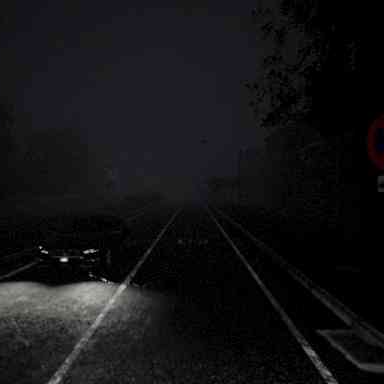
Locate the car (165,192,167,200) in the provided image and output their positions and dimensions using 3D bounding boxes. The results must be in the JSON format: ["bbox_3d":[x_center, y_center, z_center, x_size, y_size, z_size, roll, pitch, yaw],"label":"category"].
[{"bbox_3d":[-8.579,1.205,73.121,4.892,1.521,2.231,0,0,0],"label":"car"}]

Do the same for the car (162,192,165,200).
[{"bbox_3d":[-8.639,0.922,64.713,5.566,2.045,2.435,0,0,0],"label":"car"}]

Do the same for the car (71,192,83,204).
[{"bbox_3d":[-21.728,1.168,56.363,5.008,1.535,2.097,0,0,0],"label":"car"}]

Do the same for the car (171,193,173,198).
[{"bbox_3d":[-8.532,1.295,92.744,5.008,1.535,2.097,0,0,0],"label":"car"}]

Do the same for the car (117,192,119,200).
[{"bbox_3d":[-21.666,1.284,84.212,4.792,1.488,2.163,0,0,0],"label":"car"}]

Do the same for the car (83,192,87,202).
[{"bbox_3d":[-21.714,1.208,59.150,4.674,1.452,2.002,0,0,0],"label":"car"}]

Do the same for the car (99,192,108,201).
[{"bbox_3d":[-21.662,1.249,73.071,4.674,1.452,2.002,0,0,0],"label":"car"}]

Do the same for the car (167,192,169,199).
[{"bbox_3d":[-8.565,1.226,78.727,5.008,1.535,2.097,0,0,0],"label":"car"}]

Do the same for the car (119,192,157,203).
[{"bbox_3d":[-8.649,1.168,53.502,4.892,1.521,2.231,0,0,0],"label":"car"}]

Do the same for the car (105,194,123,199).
[{"bbox_3d":[-21.615,1.339,92.442,4.674,1.452,2.002,0,0,0],"label":"car"}]

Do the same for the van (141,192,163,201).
[{"bbox_3d":[-8.476,0.966,70.317,4.442,1.987,1.878,0,0,0],"label":"van"}]

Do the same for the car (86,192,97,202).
[{"bbox_3d":[-21.659,1.052,64.719,4.553,1.767,2.185,0,0,0],"label":"car"}]

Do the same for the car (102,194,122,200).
[{"bbox_3d":[-21.619,1.283,89.782,5.008,1.535,2.097,0,0,0],"label":"car"}]

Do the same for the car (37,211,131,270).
[{"bbox_3d":[-3.215,1.442,10.806,1.837,1.490,4.892,0,0,0],"label":"car"}]

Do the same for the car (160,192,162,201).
[{"bbox_3d":[-8.627,1.166,61.907,4.892,1.521,2.231,0,0,0],"label":"car"}]

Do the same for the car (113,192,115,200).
[{"bbox_3d":[-21.645,1.232,78.642,5.008,1.535,2.097,0,0,0],"label":"car"}]

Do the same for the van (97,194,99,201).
[{"bbox_3d":[-21.797,0.960,67.500,4.442,1.987,1.878,0,0,0],"label":"van"}]

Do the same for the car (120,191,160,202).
[{"bbox_3d":[-8.672,0.912,56.303,5.566,2.045,2.435,0,0,0],"label":"car"}]

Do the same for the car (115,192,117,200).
[{"bbox_3d":[-21.614,1.273,81.427,4.792,1.488,2.163,0,0,0],"label":"car"}]

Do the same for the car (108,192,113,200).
[{"bbox_3d":[-21.471,1.217,75.855,5.366,1.575,1.946,0,0,0],"label":"car"}]

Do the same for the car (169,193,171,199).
[{"bbox_3d":[-8.592,0.987,81.532,5.566,2.045,2.435,0,0,0],"label":"car"}]

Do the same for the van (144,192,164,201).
[{"bbox_3d":[-8.693,0.989,75.925,4.442,1.987,1.878,0,0,0],"label":"van"}]

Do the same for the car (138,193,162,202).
[{"bbox_3d":[-8.569,1.055,67.513,4.553,1.767,2.185,0,0,0],"label":"car"}]

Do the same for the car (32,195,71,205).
[{"bbox_3d":[-21.742,1.178,50.795,5.008,1.535,2.097,0,0,0],"label":"car"}]
